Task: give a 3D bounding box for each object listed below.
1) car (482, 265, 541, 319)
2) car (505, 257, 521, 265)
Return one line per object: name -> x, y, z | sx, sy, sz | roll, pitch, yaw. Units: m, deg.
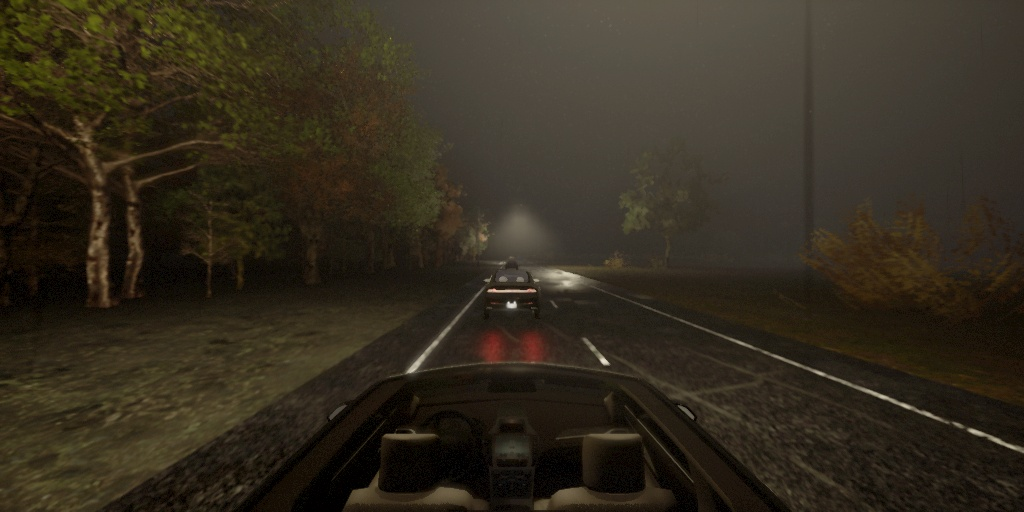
car -> -0.005, 1.243, 12.884 | 2.128, 1.511, 4.902 | 0, 0, 0
car -> -0.027, 1.303, 53.173 | 1.994, 1.385, 4.181 | 0, 0, 0
